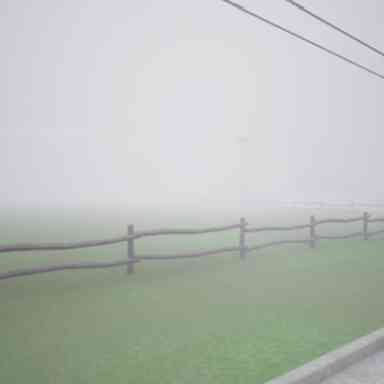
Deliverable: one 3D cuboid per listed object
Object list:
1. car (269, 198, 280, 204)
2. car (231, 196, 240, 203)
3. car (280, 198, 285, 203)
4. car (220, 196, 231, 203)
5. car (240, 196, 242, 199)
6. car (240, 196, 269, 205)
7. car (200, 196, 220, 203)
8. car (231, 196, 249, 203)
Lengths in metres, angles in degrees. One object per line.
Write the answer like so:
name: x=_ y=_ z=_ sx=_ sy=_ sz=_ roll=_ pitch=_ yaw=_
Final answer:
car: x=16.530 y=1.997 z=74.659 sx=1.882 sy=1.535 sz=5.008 roll=1 pitch=0 yaw=-35
car: x=9.638 y=1.966 z=84.459 sx=1.837 sy=1.490 sz=4.892 roll=1 pitch=0 yaw=-35
car: x=19.233 y=2.077 z=76.899 sx=2.128 sy=1.511 sz=4.902 roll=1 pitch=0 yaw=-35
car: x=6.794 y=1.792 z=82.423 sx=2.097 sy=1.767 sz=4.553 roll=1 pitch=0 yaw=-35
car: x=13.475 y=1.966 z=72.919 sx=1.882 sy=1.535 sz=5.008 roll=1 pitch=0 yaw=-35
car: x=12.719 y=2.059 z=67.908 sx=1.895 sy=1.301 sz=4.718 roll=1 pitch=0 yaw=-35
car: x=3.930 y=1.763 z=80.410 sx=2.097 sy=1.767 sz=4.553 roll=1 pitch=0 yaw=-35
car: x=12.520 y=1.854 z=86.449 sx=2.097 sy=1.767 sz=4.553 roll=1 pitch=0 yaw=-35
